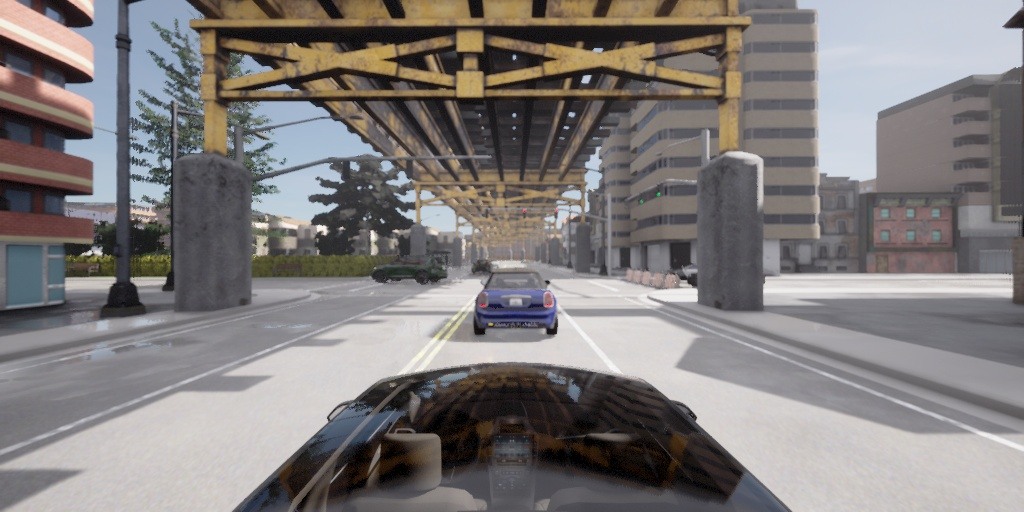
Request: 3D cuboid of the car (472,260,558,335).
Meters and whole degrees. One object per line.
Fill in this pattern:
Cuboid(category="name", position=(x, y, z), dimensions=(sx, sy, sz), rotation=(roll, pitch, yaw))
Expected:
Cuboid(category="car", position=(0.111, 1.114, 10.652), dimensions=(2.097, 1.767, 4.553), rotation=(0, 0, 1))

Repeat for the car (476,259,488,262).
Cuboid(category="car", position=(-3.410, 1.154, 41.778), dimensions=(2.097, 1.767, 4.553), rotation=(0, 0, 0))

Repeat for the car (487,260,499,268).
Cuboid(category="car", position=(-3.236, 1.351, 63.009), dimensions=(1.812, 1.442, 4.674), rotation=(0, 0, 1))

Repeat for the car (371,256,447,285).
Cuboid(category="car", position=(-7.575, 1.012, 26.594), dimensions=(5.566, 2.045, 2.150), rotation=(0, -1, 13))
